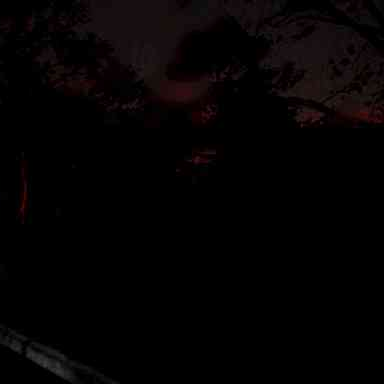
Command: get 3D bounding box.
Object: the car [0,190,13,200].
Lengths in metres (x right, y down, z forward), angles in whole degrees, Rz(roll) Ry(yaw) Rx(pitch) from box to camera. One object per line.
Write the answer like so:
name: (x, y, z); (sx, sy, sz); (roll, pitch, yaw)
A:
car: (-34.272, 0.431, 59.501); (2.097, 1.767, 4.553); (-1, 2, 8)
